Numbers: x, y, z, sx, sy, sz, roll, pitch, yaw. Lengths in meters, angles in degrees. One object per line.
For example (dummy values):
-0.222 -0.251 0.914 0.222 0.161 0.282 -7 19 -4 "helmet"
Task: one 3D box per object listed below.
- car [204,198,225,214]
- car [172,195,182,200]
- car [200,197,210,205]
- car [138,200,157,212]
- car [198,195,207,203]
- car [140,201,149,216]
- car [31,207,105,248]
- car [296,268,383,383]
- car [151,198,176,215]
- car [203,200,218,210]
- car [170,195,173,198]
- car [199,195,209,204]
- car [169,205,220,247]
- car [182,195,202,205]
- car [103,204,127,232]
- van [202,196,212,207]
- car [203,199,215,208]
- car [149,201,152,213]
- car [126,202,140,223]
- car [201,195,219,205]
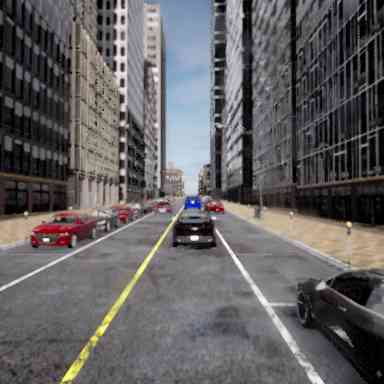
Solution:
2.704 1.753 37.584 1.887 1.381 4.507 1 0 0 "car"
-3.001 1.673 77.686 1.882 1.535 5.008 0 0 0 "car"
2.705 1.835 71.047 1.967 1.590 4.097 1 0 0 "car"
-5.677 1.783 43.078 1.887 1.381 4.507 1 0 0 "car"
2.708 1.805 87.780 2.192 1.841 5.009 1 0 0 "car"
-5.676 1.727 31.928 2.008 1.369 4.403 1 0 0 "car"
-5.676 1.629 15.202 1.887 1.381 4.507 1 0 0 "car"
2.704 1.589 4.121 1.947 1.339 4.313 1 0 0 "car"
-3.094 1.730 36.988 1.812 1.442 4.674 0 0 0 "car"
2.704 1.836 48.739 1.947 1.339 4.313 1 0 0 "car"
-5.678 2.072 87.678 1.802 1.307 4.206 1 0 0 "car"
2.707 1.742 76.625 2.192 1.841 5.009 1 0 0 "car"
0.100 1.591 15.611 1.837 1.490 4.892 0 0 0 "car"
0.100 1.465 44.084 2.150 2.045 5.566 0 0 0 "car"
-5.676 1.666 20.777 2.008 1.369 4.403 1 0 0 "car"
2.708 1.673 59.893 1.690 1.788 3.998 1 0 0 "van"
2.703 1.883 54.316 1.802 1.307 4.206 1 0 0 "car"
-5.677 1.773 37.503 1.947 1.339 4.313 1 0 0 "car"
-5.677 1.690 26.352 1.887 1.381 4.507 1 0 0 "car"
2.708 1.554 43.163 2.192 1.841 5.009 1 0 0 "car"
